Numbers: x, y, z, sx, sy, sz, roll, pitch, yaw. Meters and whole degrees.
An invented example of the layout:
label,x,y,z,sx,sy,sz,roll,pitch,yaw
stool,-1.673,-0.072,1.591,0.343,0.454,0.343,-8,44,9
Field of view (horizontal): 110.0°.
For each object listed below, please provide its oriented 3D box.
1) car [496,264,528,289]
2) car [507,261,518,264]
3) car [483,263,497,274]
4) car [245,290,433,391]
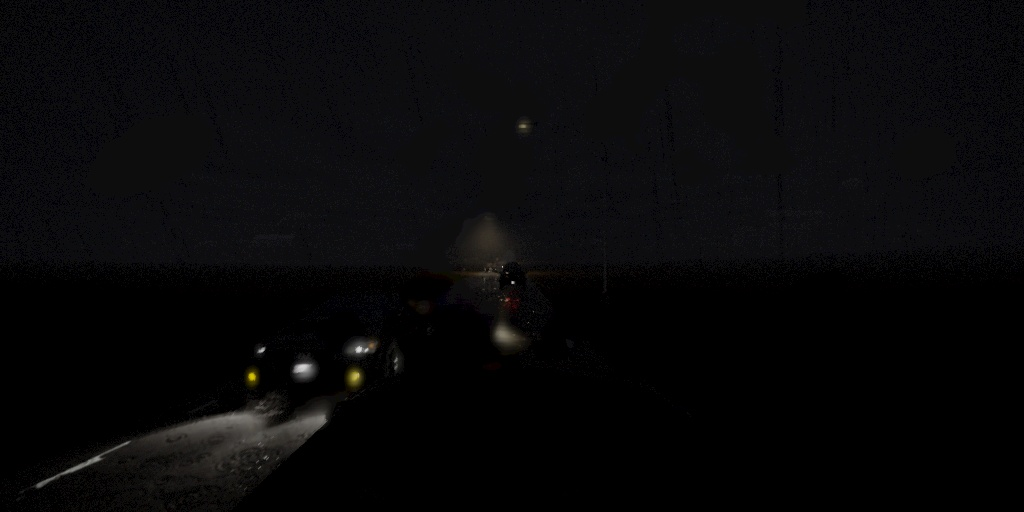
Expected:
label,x,y,z,sx,sy,sz,roll,pitch,yaw
car,0.073,1.512,25.888,1.837,1.490,4.892,0,-1,0
car,0.062,1.484,41.820,2.097,1.767,4.553,0,0,0
car,-2.877,1.686,49.677,1.837,1.490,4.892,0,0,0
car,-2.853,1.377,6.899,1.994,1.385,4.181,0,-1,0
